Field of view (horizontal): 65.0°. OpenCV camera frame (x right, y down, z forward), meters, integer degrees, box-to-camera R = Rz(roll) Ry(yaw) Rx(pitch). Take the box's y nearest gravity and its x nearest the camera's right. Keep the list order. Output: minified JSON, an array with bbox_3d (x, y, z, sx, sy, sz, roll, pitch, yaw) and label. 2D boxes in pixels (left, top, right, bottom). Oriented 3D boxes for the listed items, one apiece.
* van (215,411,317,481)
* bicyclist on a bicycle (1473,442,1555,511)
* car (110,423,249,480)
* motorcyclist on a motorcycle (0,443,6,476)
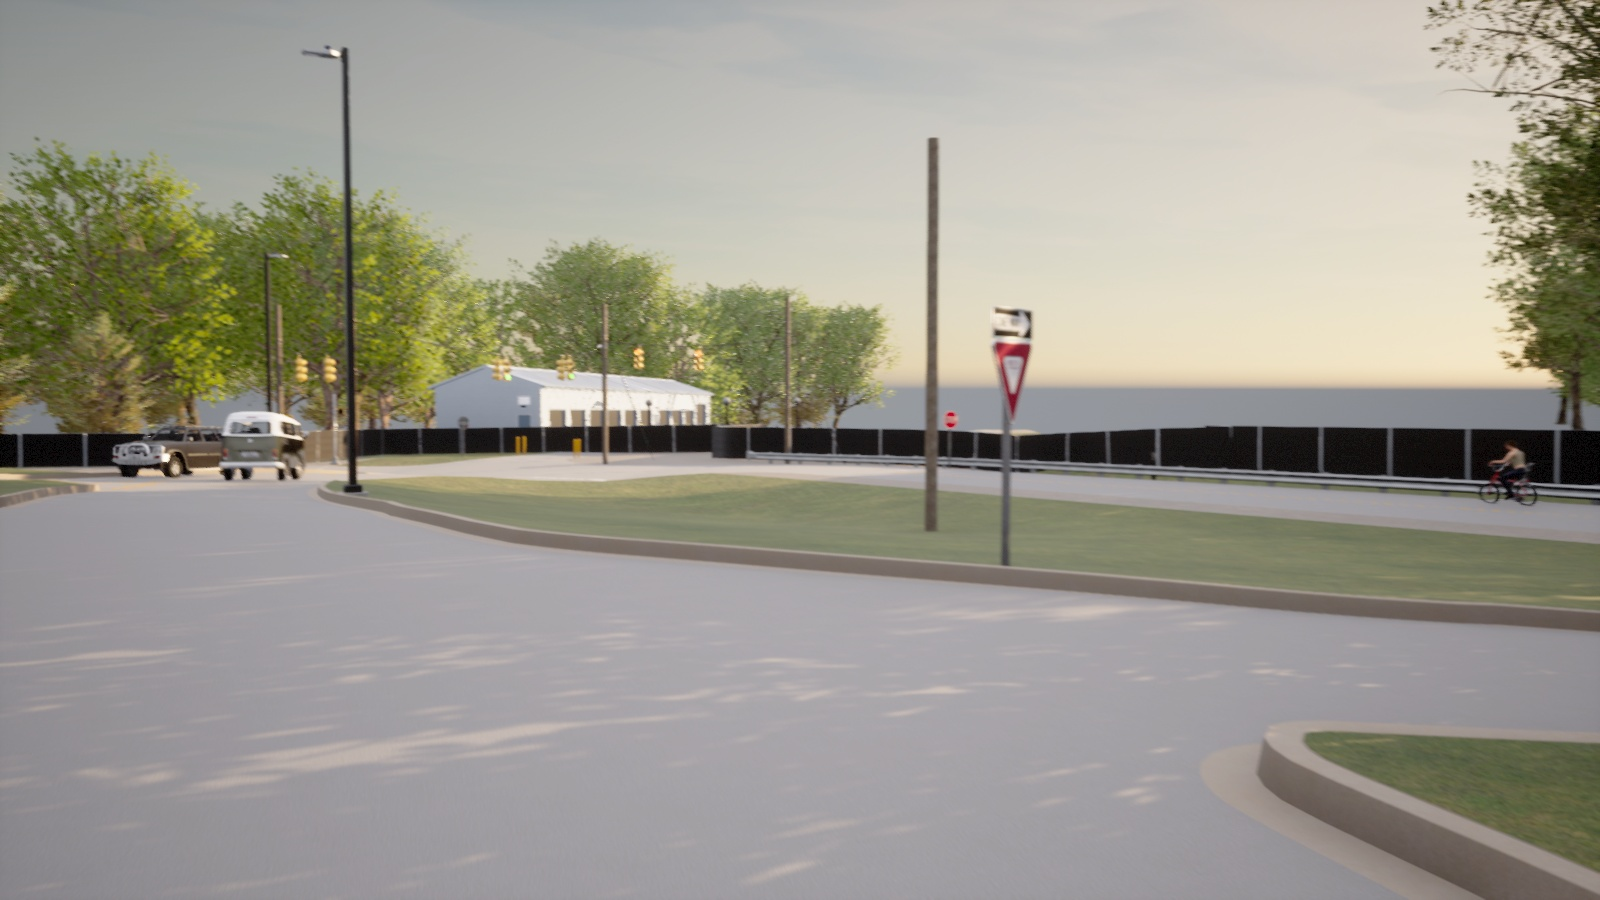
[{"bbox_3d":[-16.421,-0.074,38.874,2.069,2.038,4.480,0,-1,-12],"label":"van"},{"bbox_3d":[17.430,0.620,30.670,0.866,1.612,1.509,-1,2,-26],"label":"bicyclist on a bicycle"},{"bbox_3d":[-21.365,0.032,43.466,1.932,1.855,4.605,0,0,11],"label":"car"},{"bbox_3d":[-41.278,0.473,62.958,2.350,1.649,0.766,0,3,-25],"label":"motorcyclist on a motorcycle"}]
